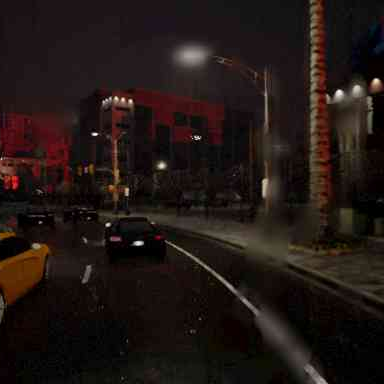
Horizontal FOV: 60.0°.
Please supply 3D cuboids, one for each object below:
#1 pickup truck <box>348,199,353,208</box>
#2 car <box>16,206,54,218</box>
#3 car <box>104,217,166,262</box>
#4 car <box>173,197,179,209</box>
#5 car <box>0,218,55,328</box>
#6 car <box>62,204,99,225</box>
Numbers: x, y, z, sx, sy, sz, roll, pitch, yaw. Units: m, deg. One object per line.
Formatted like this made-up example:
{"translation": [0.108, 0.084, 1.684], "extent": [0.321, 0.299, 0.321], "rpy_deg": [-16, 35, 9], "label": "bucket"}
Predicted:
{"translation": [14.313, 1.184, 26.013], "extent": [6.274, 2.098, 2.390], "rpy_deg": [0, 0, -38], "label": "pickup truck"}
{"translation": [-10.518, 1.681, 22.279], "extent": [2.128, 1.511, 4.902], "rpy_deg": [0, 0, -32], "label": "car"}
{"translation": [-2.303, 1.655, 12.737], "extent": [1.994, 1.385, 4.181], "rpy_deg": [0, 0, -16], "label": "car"}
{"translation": [-2.229, 1.566, 48.139], "extent": [2.185, 1.767, 4.553], "rpy_deg": [0, 0, -38], "label": "car"}
{"translation": [-4.313, 1.541, 6.690], "extent": [1.882, 1.535, 5.008], "rpy_deg": [0, -1, -9], "label": "car"}
{"translation": [-8.727, 1.695, 25.823], "extent": [2.128, 1.511, 4.902], "rpy_deg": [0, 0, -34], "label": "car"}
